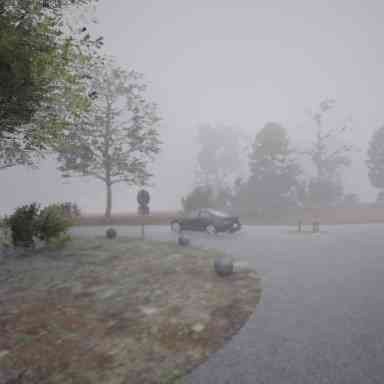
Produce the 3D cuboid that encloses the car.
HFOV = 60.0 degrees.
[{"bbox_3d":[0.761,1.841,20.927,1.882,1.535,5.008,1,-2,-45],"label":"car"}]
